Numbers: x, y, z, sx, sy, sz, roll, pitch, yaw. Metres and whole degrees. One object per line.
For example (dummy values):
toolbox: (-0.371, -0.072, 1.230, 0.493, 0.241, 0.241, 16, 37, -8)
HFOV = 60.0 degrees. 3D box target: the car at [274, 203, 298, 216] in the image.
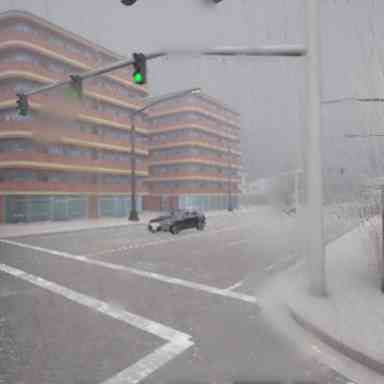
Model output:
car: (11.539, 2.084, 40.819, 2.128, 1.511, 4.902, -1, -1, 33)

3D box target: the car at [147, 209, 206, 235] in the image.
car: (-0.894, 1.871, 21.660, 2.128, 1.511, 4.902, -1, -1, 33)
